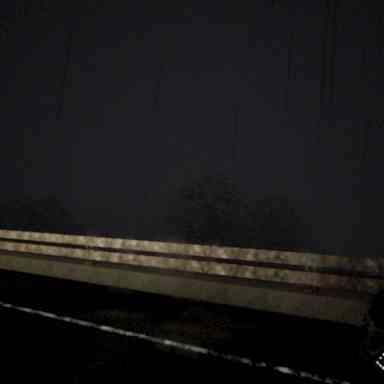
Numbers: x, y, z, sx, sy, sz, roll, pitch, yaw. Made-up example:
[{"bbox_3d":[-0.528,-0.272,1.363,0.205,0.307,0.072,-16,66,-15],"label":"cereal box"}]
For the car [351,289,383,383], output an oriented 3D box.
[{"bbox_3d":[4.192,1.372,2.330,5.566,2.045,2.150,0,-2,27],"label":"car"}]
